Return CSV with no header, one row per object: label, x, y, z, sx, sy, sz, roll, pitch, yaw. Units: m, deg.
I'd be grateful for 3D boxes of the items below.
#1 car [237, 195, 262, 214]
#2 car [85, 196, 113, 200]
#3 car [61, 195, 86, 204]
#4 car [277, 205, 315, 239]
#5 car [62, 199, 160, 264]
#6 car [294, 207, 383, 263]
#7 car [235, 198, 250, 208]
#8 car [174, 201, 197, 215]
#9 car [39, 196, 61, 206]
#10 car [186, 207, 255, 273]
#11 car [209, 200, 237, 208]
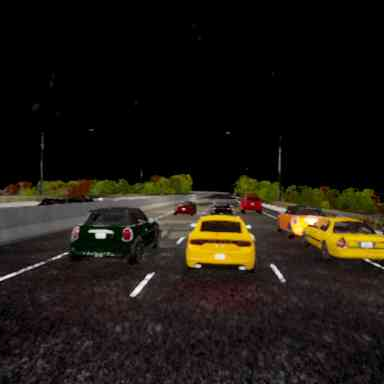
car,6.814,1.421,38.651,2.150,2.045,5.566,1,0,5
car,-10.693,1.333,40.671,2.033,1.411,5.357,1,0,5
car,-14.094,1.183,41.848,1.882,1.535,5.008,1,0,5
car,6.069,1.513,18.466,2.097,1.767,4.553,1,0,5
car,-2.492,1.305,11.853,2.097,1.767,4.553,1,0,5
car,5.559,1.599,12.708,1.801,1.575,5.366,1,0,5
car,8.157,1.733,54.142,2.128,1.511,4.902,1,0,5
car,-0.596,1.581,33.431,1.994,1.385,4.181,1,0,5
car,-17.570,1.188,42.257,1.994,1.385,4.181,1,0,5
car,0.940,1.510,10.981,1.882,1.535,5.008,1,0,5
car,2.573,1.580,29.507,2.128,1.511,4.902,1,0,5
